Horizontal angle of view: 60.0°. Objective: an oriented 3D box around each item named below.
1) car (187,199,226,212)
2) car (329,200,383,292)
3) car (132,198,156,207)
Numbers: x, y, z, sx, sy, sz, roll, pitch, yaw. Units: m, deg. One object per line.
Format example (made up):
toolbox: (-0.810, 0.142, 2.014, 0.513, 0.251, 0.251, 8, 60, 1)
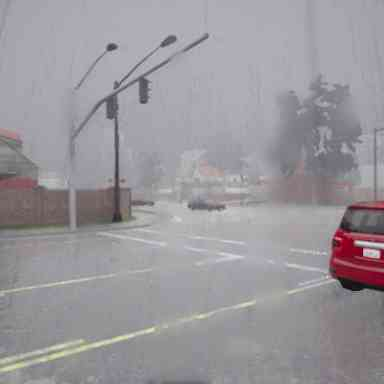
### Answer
car: (1.551, 1.477, 38.333, 2.033, 1.411, 5.357, -1, 0, -37)
car: (5.442, 1.212, 7.755, 5.566, 2.045, 2.150, 0, 0, -37)
car: (-7.417, 1.547, 50.272, 1.895, 1.301, 4.718, -1, 0, -37)
